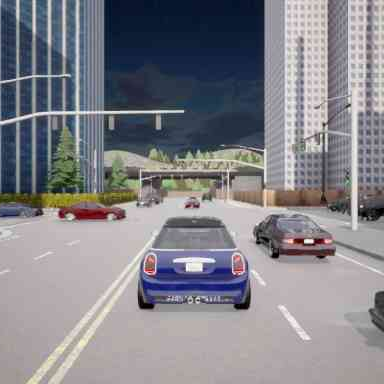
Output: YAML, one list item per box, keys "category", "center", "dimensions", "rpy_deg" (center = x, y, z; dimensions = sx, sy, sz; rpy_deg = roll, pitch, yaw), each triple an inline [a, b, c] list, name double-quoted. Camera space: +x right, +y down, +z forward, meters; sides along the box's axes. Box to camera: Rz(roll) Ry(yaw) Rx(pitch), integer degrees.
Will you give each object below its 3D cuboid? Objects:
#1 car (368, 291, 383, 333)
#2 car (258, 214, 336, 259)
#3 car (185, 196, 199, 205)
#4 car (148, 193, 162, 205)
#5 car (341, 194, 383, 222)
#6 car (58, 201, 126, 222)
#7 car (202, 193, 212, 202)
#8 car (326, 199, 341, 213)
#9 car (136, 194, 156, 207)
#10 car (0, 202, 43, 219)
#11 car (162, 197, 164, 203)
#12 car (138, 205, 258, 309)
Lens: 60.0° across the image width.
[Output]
- category: "car"
  center: [3.599, 1.547, 2.573]
  dimensions: [2.033, 1.411, 5.357]
  rpy_deg: [0, 0, 0]
- category: "car"
  center: [3.602, 1.547, 12.641]
  dimensions: [2.033, 1.411, 5.357]
  rpy_deg: [0, 0, 1]
- category: "car"
  center: [0.054, 1.601, 46.470]
  dimensions: [1.895, 1.301, 4.718]
  rpy_deg: [0, 0, 1]
- category: "car"
  center: [-7.110, 1.221, 59.648]
  dimensions: [2.150, 2.045, 5.566]
  rpy_deg: [0, 0, 0]
- category: "car"
  center: [15.052, 1.221, 25.933]
  dimensions: [5.566, 2.045, 2.150]
  rpy_deg: [0, 0, 0]
- category: "car"
  center: [-7.643, 1.477, 25.655]
  dimensions: [5.008, 1.535, 1.882]
  rpy_deg: [0, 0, -1]
- category: "car"
  center: [3.450, 1.202, 77.733]
  dimensions: [2.150, 2.045, 5.566]
  rpy_deg: [0, 0, 0]
- category: "car"
  center: [17.820, 1.221, 36.622]
  dimensions: [5.566, 2.045, 2.150]
  rpy_deg: [0, 0, 0]
- category: "car"
  center: [-7.127, 1.491, 49.781]
  dimensions: [2.128, 1.511, 4.902]
  rpy_deg: [0, 0, 0]
- category: "car"
  center: [-15.309, 1.563, 29.052]
  dimensions: [4.181, 1.385, 1.994]
  rpy_deg: [0, 0, 0]
- category: "car"
  center: [-7.045, 1.552, 69.514]
  dimensions: [1.994, 1.385, 4.181]
  rpy_deg: [0, 0, 0]
- category: "car"
  center: [0.054, 1.352, 8.012]
  dimensions: [2.097, 1.767, 4.553]
  rpy_deg: [0, 0, 0]
